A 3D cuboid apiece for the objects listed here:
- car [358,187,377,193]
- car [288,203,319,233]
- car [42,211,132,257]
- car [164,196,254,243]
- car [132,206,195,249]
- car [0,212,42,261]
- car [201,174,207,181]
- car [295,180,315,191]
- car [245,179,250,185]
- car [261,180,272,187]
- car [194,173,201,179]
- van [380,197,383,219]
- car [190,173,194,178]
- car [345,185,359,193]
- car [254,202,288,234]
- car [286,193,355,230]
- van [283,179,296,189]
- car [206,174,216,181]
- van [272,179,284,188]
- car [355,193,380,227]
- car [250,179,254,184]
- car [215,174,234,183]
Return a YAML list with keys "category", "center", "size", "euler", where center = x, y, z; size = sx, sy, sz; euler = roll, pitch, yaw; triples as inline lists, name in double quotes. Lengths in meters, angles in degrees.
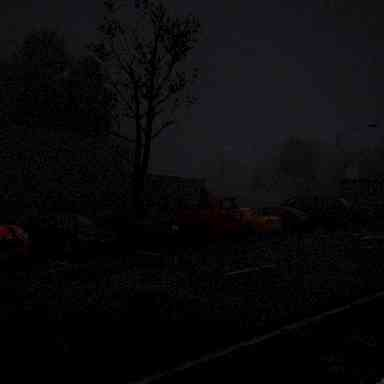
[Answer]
- category: "car"
  center: [29.517, 0.138, 55.315]
  size: [2.002, 1.452, 4.674]
  euler: [7, 3, 35]
- category: "car"
  center: [4.773, 1.550, 19.915]
  size: [4.674, 1.452, 2.002]
  euler: [-1, -1, 35]
- category: "car"
  center: [-5.011, 1.495, 12.959]
  size: [4.892, 1.521, 2.231]
  euler: [-1, -1, 34]
- category: "car"
  center: [-0.150, 1.249, 16.455]
  size: [5.566, 2.045, 2.435]
  euler: [-1, -1, 34]
- category: "car"
  center: [-2.593, 1.525, 14.708]
  size: [4.792, 1.488, 2.163]
  euler: [-1, -1, 34]
- category: "car"
  center: [-7.476, 1.367, 11.231]
  size: [4.553, 1.767, 2.185]
  euler: [-1, -1, 34]
- category: "car"
  center: [5.195, -3.849, 89.732]
  size: [2.185, 1.767, 4.553]
  euler: [6, 3, 34]
- category: "car"
  center: [22.607, -0.991, 65.166]
  size: [2.231, 1.521, 4.892]
  euler: [7, 3, 35]
- category: "car"
  center: [13.958, -2.316, 77.505]
  size: [2.002, 1.452, 4.674]
  euler: [7, 3, 35]
- category: "car"
  center: [17.536, -1.810, 72.726]
  size: [1.946, 1.575, 5.366]
  euler: [7, 3, 35]
- category: "car"
  center: [3.463, -4.083, 92.201]
  size: [2.185, 1.767, 4.553]
  euler: [4, 1, 33]
- category: "van"
  center: [12.247, 1.298, 25.055]
  size: [4.442, 1.987, 1.878]
  euler: [-1, -1, 35]
- category: "car"
  center: [1.689, -4.361, 94.547]
  size: [2.435, 2.045, 5.566]
  euler: [1, -1, 34]
- category: "car"
  center: [27.824, -0.425, 57.786]
  size: [2.435, 2.045, 5.566]
  euler: [7, 3, 35]
- category: "car"
  center: [2.168, 1.504, 18.285]
  size: [5.366, 1.575, 1.946]
  euler: [-1, -1, 35]
- category: "car"
  center: [7.199, 1.264, 21.675]
  size: [5.566, 2.045, 2.435]
  euler: [-1, -1, 35]
- category: "van"
  center: [20.844, -1.489, 67.527]
  size: [1.878, 1.987, 4.442]
  euler: [7, 4, 35]
- category: "car"
  center: [6.992, -3.697, 87.268]
  size: [2.435, 2.045, 5.566]
  euler: [7, 3, 34]
- category: "van"
  center: [19.113, -1.763, 69.997]
  size: [1.878, 1.987, 4.442]
  euler: [7, 4, 35]
- category: "car"
  center: [9.711, 1.268, 23.383]
  size: [5.566, 2.045, 2.435]
  euler: [-1, -1, 35]
- category: "car"
  center: [15.702, -2.042, 75.045]
  size: [2.002, 1.452, 4.674]
  euler: [7, 3, 35]
- category: "car"
  center: [8.845, -3.174, 85.011]
  size: [1.946, 1.575, 5.366]
  euler: [7, 3, 34]
